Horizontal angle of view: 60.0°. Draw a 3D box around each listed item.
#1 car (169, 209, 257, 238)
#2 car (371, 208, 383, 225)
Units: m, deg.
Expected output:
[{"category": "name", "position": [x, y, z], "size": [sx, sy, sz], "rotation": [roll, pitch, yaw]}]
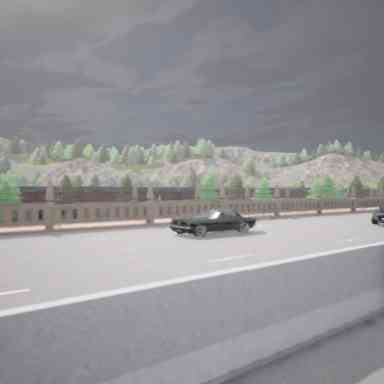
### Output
[{"category": "car", "position": [1.163, 1.601, 17.721], "size": [4.718, 1.301, 1.895], "rotation": [0, 0, -35]}, {"category": "car", "position": [13.989, 1.564, 22.564], "size": [4.181, 1.385, 1.994], "rotation": [0, 0, -35]}]
